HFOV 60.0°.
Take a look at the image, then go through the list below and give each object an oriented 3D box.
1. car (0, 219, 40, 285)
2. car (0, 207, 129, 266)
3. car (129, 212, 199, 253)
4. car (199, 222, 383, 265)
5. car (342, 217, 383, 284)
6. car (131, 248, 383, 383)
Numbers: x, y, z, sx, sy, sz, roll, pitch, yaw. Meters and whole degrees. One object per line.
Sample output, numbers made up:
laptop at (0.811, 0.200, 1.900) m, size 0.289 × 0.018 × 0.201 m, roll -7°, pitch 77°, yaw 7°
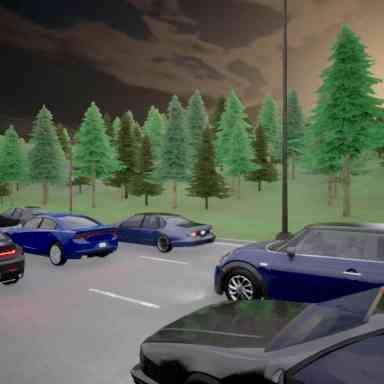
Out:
car at (-6.053, 1.505, 8.270) m, size 4.892 × 1.490 × 1.837 m, roll 0°, pitch 0°, yaw 36°
car at (-4.765, 1.477, 11.670) m, size 5.008 × 1.535 × 1.882 m, roll 0°, pitch 0°, yaw 35°
car at (-1.639, 1.547, 13.740) m, size 5.357 × 1.411 × 2.033 m, roll 0°, pitch 0°, yaw 35°
car at (2.657, 1.352, 6.360) m, size 4.553 × 1.767 × 2.097 m, roll 0°, pitch 0°, yaw 36°
car at (6.431, 1.505, 7.976) m, size 4.892 × 1.490 × 1.837 m, roll 0°, pitch 0°, yaw 36°
car at (1.982, 1.547, 2.524) m, size 5.357 × 1.411 × 2.033 m, roll 0°, pitch 0°, yaw 36°
